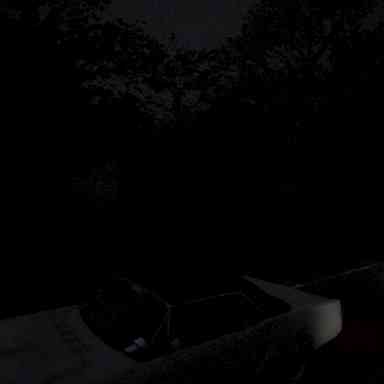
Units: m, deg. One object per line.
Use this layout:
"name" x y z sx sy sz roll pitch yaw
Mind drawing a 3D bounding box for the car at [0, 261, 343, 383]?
"car" -0.473 1.590 3.638 4.718 1.301 1.895 0 0 -35
